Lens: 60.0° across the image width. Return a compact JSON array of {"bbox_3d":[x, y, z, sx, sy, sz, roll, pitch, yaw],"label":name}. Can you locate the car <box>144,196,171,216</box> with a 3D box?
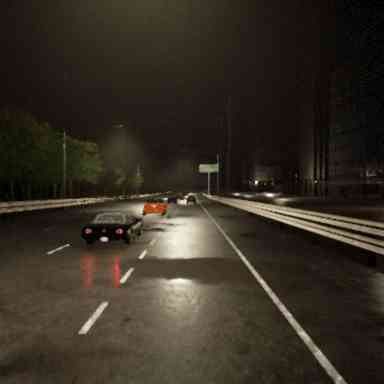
[{"bbox_3d":[-3.554,1.371,33.142,2.097,1.767,4.553,0,0,0],"label":"car"}]

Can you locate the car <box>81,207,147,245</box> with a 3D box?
[{"bbox_3d":[-3.510,1.606,15.536,1.895,1.301,4.718,0,0,0],"label":"car"}]

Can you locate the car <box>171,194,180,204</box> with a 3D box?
[{"bbox_3d":[-3.699,1.540,63.167,1.837,1.490,4.892,0,0,0],"label":"car"}]

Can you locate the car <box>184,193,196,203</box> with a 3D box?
[{"bbox_3d":[-0.128,1.534,67.676,1.837,1.490,4.892,0,-1,0],"label":"car"}]
